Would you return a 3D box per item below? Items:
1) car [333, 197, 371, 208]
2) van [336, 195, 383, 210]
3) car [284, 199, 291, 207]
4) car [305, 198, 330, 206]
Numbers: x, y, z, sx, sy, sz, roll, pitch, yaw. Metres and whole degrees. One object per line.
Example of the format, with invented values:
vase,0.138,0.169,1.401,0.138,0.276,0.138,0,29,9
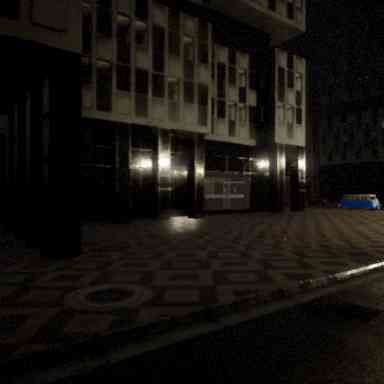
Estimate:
car,22.727,1.491,47.392,2.008,1.369,4.403,0,0,-35
van,19.054,1.215,37.843,1.690,1.788,3.998,0,0,-35
car,12.511,1.498,47.051,1.887,1.381,4.507,0,0,-35
car,19.455,1.561,51.996,1.802,1.307,4.206,0,0,-35
